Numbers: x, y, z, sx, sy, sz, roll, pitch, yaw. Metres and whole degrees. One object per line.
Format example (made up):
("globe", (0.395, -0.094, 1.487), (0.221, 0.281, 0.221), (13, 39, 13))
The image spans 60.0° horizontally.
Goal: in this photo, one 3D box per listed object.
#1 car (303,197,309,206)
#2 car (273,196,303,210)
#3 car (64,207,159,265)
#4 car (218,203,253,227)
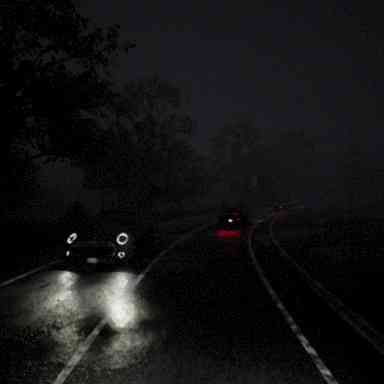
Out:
("car", (16.166, 1.428, 51.092), (4.902, 1.511, 2.128), (-1, -3, -45))
("car", (11.523, 1.477, 40.408), (1.895, 1.301, 4.718), (-4, -2, 34))
("car", (-2.618, 1.393, 11.806), (2.097, 1.767, 4.553), (0, 0, 7))
("car", (3.006, 1.501, 22.779), (1.837, 1.490, 4.892), (-2, 0, 15))
